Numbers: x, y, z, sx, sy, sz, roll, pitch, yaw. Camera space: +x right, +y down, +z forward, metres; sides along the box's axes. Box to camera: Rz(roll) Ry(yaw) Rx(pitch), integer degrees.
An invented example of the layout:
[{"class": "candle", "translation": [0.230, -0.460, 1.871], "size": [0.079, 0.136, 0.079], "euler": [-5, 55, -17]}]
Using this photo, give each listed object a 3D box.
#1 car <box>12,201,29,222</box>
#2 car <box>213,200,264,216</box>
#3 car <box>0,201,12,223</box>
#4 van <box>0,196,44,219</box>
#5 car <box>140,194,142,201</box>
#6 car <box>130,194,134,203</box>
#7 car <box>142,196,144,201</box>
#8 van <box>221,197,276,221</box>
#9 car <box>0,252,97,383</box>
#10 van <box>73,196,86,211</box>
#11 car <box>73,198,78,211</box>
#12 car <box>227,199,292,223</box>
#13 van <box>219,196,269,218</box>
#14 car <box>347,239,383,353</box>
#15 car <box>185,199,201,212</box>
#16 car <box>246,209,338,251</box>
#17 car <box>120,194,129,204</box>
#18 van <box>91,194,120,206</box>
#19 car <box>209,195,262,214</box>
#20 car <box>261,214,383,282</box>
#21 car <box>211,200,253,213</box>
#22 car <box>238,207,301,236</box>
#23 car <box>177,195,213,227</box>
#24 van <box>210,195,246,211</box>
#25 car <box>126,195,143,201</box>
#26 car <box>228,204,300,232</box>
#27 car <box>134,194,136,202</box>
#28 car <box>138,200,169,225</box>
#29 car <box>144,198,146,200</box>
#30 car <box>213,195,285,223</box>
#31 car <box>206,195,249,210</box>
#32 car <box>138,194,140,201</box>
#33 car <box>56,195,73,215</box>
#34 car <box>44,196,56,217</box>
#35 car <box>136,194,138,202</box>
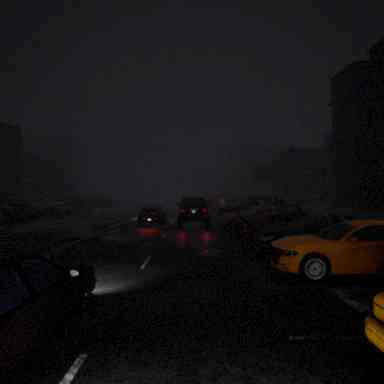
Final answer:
[{"class": "car", "translation": [-15.796, 1.660, 26.049], "size": [4.674, 1.452, 2.002], "euler": [0, 0, 0]}, {"class": "car", "translation": [4.707, 1.650, 34.279], "size": [4.892, 1.521, 2.231], "euler": [0, 0, 0]}, {"class": "car", "translation": [-15.978, 1.605, 23.292], "size": [5.366, 1.575, 1.946], "euler": [0, 0, 0]}, {"class": "van", "translation": [-15.687, 1.405, 28.809], "size": [4.442, 1.987, 1.878], "euler": [0, 0, 0]}, {"class": "car", "translation": [-15.912, 1.732, 83.953], "size": [5.008, 1.535, 2.097], "euler": [0, -1, 0]}, {"class": "car", "translation": [-15.900, 1.657, 72.929], "size": [5.008, 1.535, 2.097], "euler": [0, 0, 0]}, {"class": "car", "translation": [-15.927, 1.760, 86.708], "size": [5.008, 1.535, 2.097], "euler": [0, -1, 0]}, {"class": "van", "translation": [4.824, 1.405, 28.843], "size": [4.442, 1.987, 1.878], "euler": [0, 0, 0]}, {"class": "car", "translation": [-2.900, 1.558, 4.515], "size": [2.033, 1.411, 5.357], "euler": [0, 0, 0]}, {"class": "van", "translation": [-15.949, 1.435, 42.601], "size": [4.442, 1.987, 1.878], "euler": [0, 0, 0]}, {"class": "car", "translation": [-15.792, 1.684, 37.082], "size": [4.792, 1.488, 2.163], "euler": [0, 0, 0]}, {"class": "car", "translation": [4.738, 1.465, 20.504], "size": [4.553, 1.767, 2.185], "euler": [0, 0, 0]}, {"class": "van", "translation": [4.829, 1.415, 31.497], "size": [4.442, 1.987, 1.878], "euler": [0, 0, 0]}, {"class": "car", "translation": [4.895, 1.485, 3.705], "size": [5.366, 1.575, 1.946], "euler": [0, 0, 0]}, {"class": "car", "translation": [0.123, 1.728, 42.901], "size": [2.033, 1.411, 5.357], "euler": [0, 0, 0]}, {"class": "car", "translation": [4.714, 1.538, 12.165], "size": [4.892, 1.521, 2.231], "euler": [0, 0, 0]}, {"class": "car", "translation": [-15.849, 1.386, 64.658], "size": [5.566, 2.045, 2.435], "euler": [0, 0, 0]}, {"class": "van", "translation": [-15.750, 1.417, 59.146], "size": [4.442, 1.987, 1.878], "euler": [0, 0, 0]}, {"class": "car", "translation": [4.749, 1.404, 37.180], "size": [5.566, 2.045, 2.435], "euler": [0, 0, 0]}, {"class": "car", "translation": [4.714, 1.518, 9.262], "size": [5.008, 1.535, 2.097], "euler": [0, 0, 0]}, {"class": "car", "translation": [4.699, 1.689, 39.833], "size": [4.792, 1.488, 2.163], "euler": [0, 0, 0]}, {"class": "car", "translation": [4.737, 1.585, 14.945], "size": [4.792, 1.488, 2.163], "euler": [0, 0, 0]}, {"class": "car", "translation": [0.099, 1.351, 23.965], "size": [2.150, 2.045, 5.566], "euler": [0, 0, 0]}, {"class": "van", "translation": [4.617, 1.436, 42.740], "size": [4.442, 1.987, 1.878], "euler": [0, 0, 0]}, {"class": "car", "translation": [-15.902, 1.702, 92.221], "size": [4.553, 1.767, 2.185], "euler": [0, -1, 0]}, {"class": "car", "translation": [4.702, 1.574, 17.725], "size": [5.008, 1.535, 2.097], "euler": [0, 0, 0]}, {"class": "car", "translation": [-15.870, 1.700, 75.684], "size": [4.792, 1.488, 2.163], "euler": [0, 0, 0]}, {"class": "car", "translation": [-2.902, 1.639, 25.064], "size": [1.837, 1.490, 4.892], "euler": [0, 0, 0]}, {"class": "car", "translation": [-15.957, 1.541, 89.467], "size": [5.566, 2.045, 2.435], "euler": [0, -1, 0]}, {"class": "car", "translation": [4.677, 1.367, 25.944], "size": [5.566, 2.045, 2.435], "euler": [0, 0, 0]}, {"class": "car", "translation": [4.771, 1.411, 45.516], "size": [5.566, 2.045, 2.435], "euler": [0, 0, 0]}, {"class": "car", "translation": [-15.917, 1.709, 81.196], "size": [4.892, 1.521, 2.231], "euler": [0, 0, 0]}, {"class": "car", "translation": [-15.787, 1.396, 34.325], "size": [5.566, 2.045, 2.435], "euler": [0, 0, 0]}, {"class": "car", "translation": [-15.841, 1.515, 31.566], "size": [4.553, 1.767, 2.185], "euler": [0, 0, 0]}, {"class": "car", "translation": [-15.912, 1.688, 78.440], "size": [4.892, 1.521, 2.231], "euler": [0, 0, 0]}]
